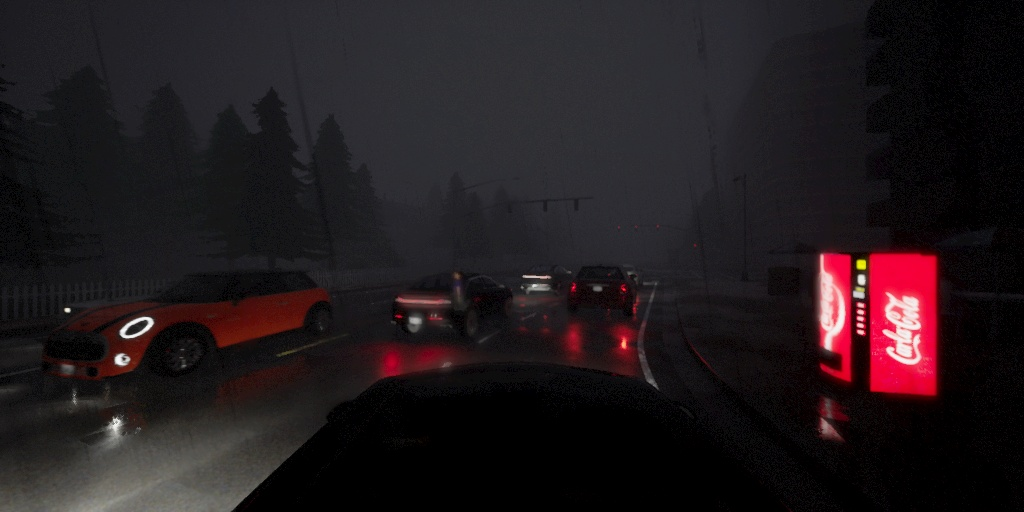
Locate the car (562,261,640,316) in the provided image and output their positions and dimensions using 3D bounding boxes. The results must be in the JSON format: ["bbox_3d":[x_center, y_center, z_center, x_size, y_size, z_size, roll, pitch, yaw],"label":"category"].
[{"bbox_3d":[3.509,1.064,13.464,2.097,1.767,4.553,0,0,21],"label":"car"}]

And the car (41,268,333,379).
[{"bbox_3d":[-6.065,1.087,7.503,2.097,1.767,4.553,0,0,14],"label":"car"}]

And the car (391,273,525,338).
[{"bbox_3d":[-1.386,1.216,10.234,2.128,1.511,4.902,0,0,18],"label":"car"}]

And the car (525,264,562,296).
[{"bbox_3d":[1.975,1.187,19.015,2.128,1.511,4.902,0,0,22],"label":"car"}]

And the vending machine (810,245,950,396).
[{"bbox_3d":[5.336,0.932,5.305,1.100,2.100,0.880,0,0,14],"label":"vending machine"}]

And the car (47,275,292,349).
[{"bbox_3d":[-9.053,1.329,10.194,1.895,1.301,4.718,0,0,16],"label":"car"}]

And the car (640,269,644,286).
[{"bbox_3d":[6.905,1.210,21.785,1.812,1.442,4.674,0,0,23],"label":"car"}]

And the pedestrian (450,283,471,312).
[{"bbox_3d":[-1.148,1.329,7.837,0.375,1.300,0.375,0,6,34],"label":"pedestrian"}]
